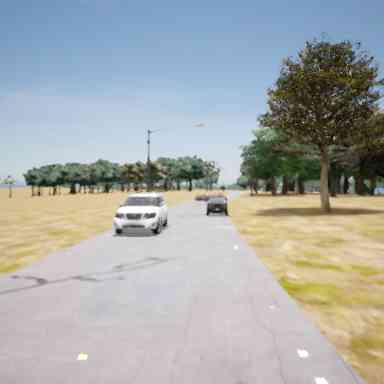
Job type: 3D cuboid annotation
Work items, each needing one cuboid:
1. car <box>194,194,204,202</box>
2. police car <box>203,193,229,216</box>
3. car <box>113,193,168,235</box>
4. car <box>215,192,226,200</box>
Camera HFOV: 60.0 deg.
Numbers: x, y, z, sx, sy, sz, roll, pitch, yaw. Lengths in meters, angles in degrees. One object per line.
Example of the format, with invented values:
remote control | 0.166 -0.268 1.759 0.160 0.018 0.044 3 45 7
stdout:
car | 1.621 0.967 59.237 1.994 1.385 4.181 0 1 9
police car | 2.270 1.192 29.866 1.930 1.638 5.238 0 1 5
car | -2.599 1.088 18.248 2.150 2.045 5.566 0 1 3
car | 5.678 0.784 65.693 1.882 1.535 5.008 0 1 10
